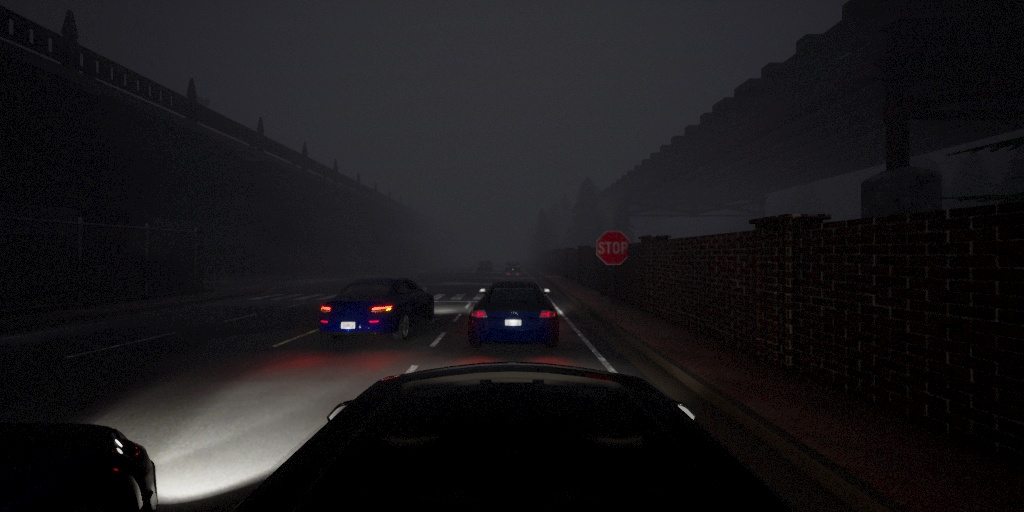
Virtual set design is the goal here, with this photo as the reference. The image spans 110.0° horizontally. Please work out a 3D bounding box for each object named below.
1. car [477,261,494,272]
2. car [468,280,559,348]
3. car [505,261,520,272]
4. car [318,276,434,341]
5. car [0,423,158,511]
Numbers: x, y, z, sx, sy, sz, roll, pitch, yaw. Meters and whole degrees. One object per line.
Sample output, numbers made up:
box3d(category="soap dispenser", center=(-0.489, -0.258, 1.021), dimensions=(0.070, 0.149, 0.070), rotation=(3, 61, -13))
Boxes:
box3d(category="car", center=(-3.413, 1.297, 45.889), dimensions=(2.033, 1.411, 5.357), rotation=(0, 0, -1))
box3d(category="car", center=(0.066, 1.314, 9.238), dimensions=(1.994, 1.385, 4.181), rotation=(0, 0, 1))
box3d(category="car", center=(0.082, 1.351, 46.056), dimensions=(1.895, 1.301, 4.718), rotation=(0, 0, -1))
box3d(category="car", center=(-3.416, 1.276, 9.759), dimensions=(1.812, 1.442, 4.674), rotation=(0, 0, 0))
box3d(category="car", center=(-3.398, 1.314, 0.663), dimensions=(1.994, 1.385, 4.181), rotation=(0, 0, 0))
